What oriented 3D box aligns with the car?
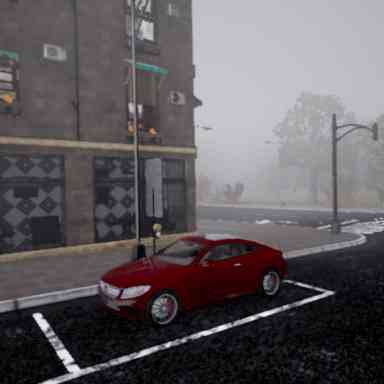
[{"bbox_3d":[0.224,1.556,6.851,4.206,1.307,1.802,0,-1,-35],"label":"car"}]
